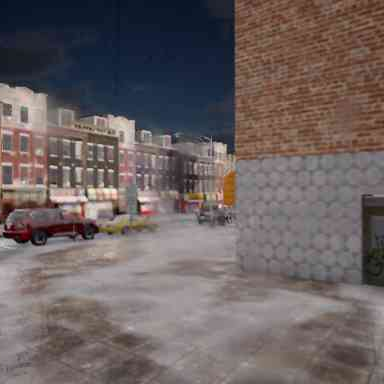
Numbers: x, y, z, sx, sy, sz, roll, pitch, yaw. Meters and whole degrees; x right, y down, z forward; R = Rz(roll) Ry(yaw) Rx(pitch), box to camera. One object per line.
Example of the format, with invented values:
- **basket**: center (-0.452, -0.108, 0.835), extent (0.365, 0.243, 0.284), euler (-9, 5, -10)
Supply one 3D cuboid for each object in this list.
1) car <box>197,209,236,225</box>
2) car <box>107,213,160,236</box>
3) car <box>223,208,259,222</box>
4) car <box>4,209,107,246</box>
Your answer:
- **car**: center (2.154, 2.387, 31.769), extent (1.947, 1.339, 4.313), euler (-2, -2, 36)
- **car**: center (-4.218, 2.145, 22.903), extent (1.752, 1.417, 4.829), euler (-2, -2, 36)
- **car**: center (5.389, 2.475, 36.273), extent (2.008, 1.369, 4.403), euler (-2, -2, 36)
- **car**: center (-7.555, 1.830, 18.268), extent (2.192, 1.841, 5.009), euler (-2, -2, 36)
